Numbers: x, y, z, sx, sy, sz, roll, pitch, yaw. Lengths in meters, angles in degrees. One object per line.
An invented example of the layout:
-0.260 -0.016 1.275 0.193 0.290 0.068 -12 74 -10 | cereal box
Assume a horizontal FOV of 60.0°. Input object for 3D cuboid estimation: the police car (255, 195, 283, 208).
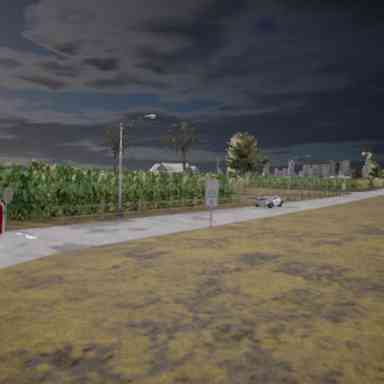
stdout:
9.474 1.136 40.914 2.038 1.542 4.974 3 2 36 | police car
